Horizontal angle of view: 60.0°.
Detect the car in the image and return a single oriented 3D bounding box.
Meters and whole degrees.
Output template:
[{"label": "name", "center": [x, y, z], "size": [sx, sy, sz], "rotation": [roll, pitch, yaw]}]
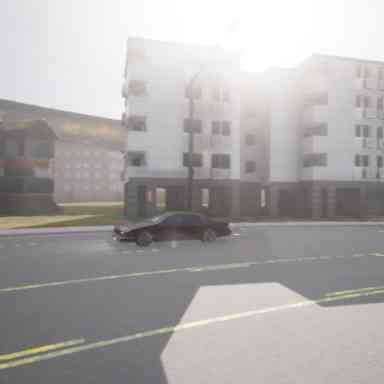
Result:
[{"label": "car", "center": [-0.811, 1.603, 15.128], "size": [5.357, 1.411, 2.033], "rotation": [1, 0, -24]}]
